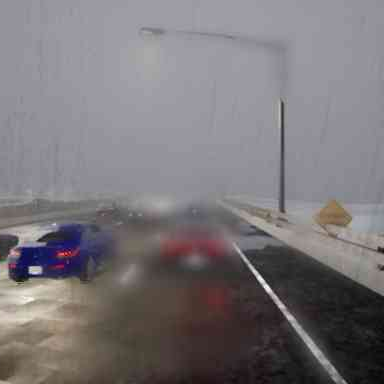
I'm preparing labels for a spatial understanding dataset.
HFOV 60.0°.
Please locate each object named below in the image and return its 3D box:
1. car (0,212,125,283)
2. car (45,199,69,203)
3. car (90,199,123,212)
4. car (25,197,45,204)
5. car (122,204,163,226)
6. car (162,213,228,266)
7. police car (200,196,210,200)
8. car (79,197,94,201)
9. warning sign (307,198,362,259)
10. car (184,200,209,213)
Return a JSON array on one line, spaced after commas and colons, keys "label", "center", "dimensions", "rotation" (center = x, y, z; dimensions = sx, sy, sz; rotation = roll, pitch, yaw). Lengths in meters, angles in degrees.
[{"label": "car", "center": [-3.418, 1.544, 9.599], "dimensions": [1.812, 1.442, 4.674], "rotation": [0, 0, 0]}, {"label": "car", "center": [-20.266, 1.738, 51.310], "dimensions": [1.895, 1.301, 4.718], "rotation": [0, 0, 2]}, {"label": "car", "center": [-6.677, 1.556, 27.919], "dimensions": [2.128, 1.511, 4.902], "rotation": [0, 0, 1]}, {"label": "car", "center": [-23.763, 1.616, 51.315], "dimensions": [1.882, 1.535, 5.008], "rotation": [0, 0, 2]}, {"label": "car", "center": [-3.265, 1.601, 24.124], "dimensions": [2.033, 1.411, 5.357], "rotation": [0, 0, 1]}, {"label": "car", "center": [0.115, 1.624, 11.567], "dimensions": [1.895, 1.301, 4.718], "rotation": [0, 0, 1]}, {"label": "police car", "center": [2.722, 1.624, 70.435], "dimensions": [1.930, 1.638, 5.238], "rotation": [0, 0, 2]}, {"label": "car", "center": [-16.696, 1.634, 53.174], "dimensions": [2.128, 1.511, 4.902], "rotation": [0, 0, 2]}, {"label": "warning sign", "center": [4.576, 1.137, 10.799], "dimensions": [1.300, 1.860, 1.060], "rotation": [-1, -1, 0]}, {"label": "car", "center": [0.339, 1.629, 28.492], "dimensions": [1.994, 1.385, 4.181], "rotation": [0, 0, 1]}]
